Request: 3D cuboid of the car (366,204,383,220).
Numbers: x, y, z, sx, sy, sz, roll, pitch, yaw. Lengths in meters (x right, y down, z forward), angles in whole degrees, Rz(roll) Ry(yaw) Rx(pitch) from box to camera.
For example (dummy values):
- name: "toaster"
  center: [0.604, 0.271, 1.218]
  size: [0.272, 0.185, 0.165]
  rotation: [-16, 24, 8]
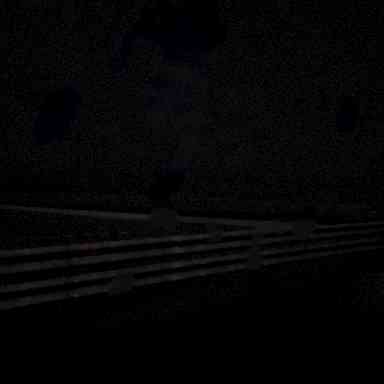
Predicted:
- name: "car"
  center: [17.811, 1.877, 28.975]
  size: [4.553, 1.767, 2.097]
  rotation: [2, -1, 13]
